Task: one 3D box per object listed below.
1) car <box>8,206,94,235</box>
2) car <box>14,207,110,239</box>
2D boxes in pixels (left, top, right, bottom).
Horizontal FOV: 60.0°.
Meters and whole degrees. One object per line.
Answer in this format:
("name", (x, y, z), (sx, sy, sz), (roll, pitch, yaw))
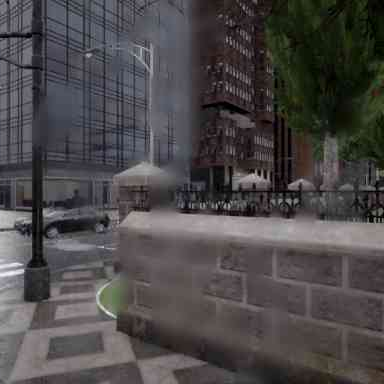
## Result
("car", (-8.431, 1.631, 20.209), (2.008, 1.369, 4.403), (0, -1, 36))
("car", (-6.724, 1.580, 18.015), (1.837, 1.490, 4.892), (0, 0, 36))
